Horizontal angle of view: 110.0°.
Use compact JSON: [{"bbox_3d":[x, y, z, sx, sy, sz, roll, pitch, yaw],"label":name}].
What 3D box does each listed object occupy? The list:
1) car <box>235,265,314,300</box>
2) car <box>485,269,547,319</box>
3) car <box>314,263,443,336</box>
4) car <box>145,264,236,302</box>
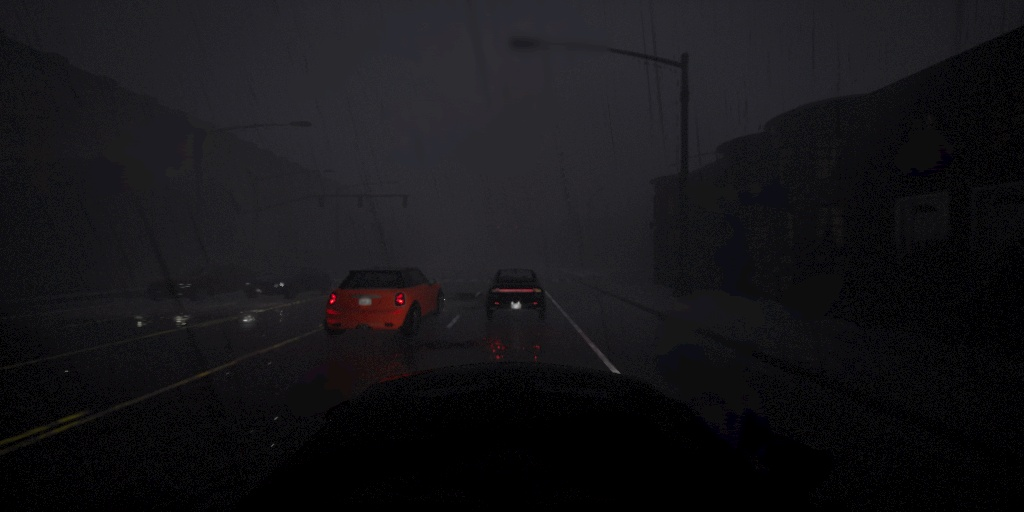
[{"bbox_3d":[-10.527,1.194,17.313,1.812,1.442,4.674,0,0,1],"label":"car"},{"bbox_3d":[0.124,1.191,12.534,2.128,1.511,4.902,0,0,0],"label":"car"},{"bbox_3d":[-3.381,1.060,10.392,2.097,1.767,4.553,0,0,0],"label":"car"},{"bbox_3d":[-14.031,1.146,16.735,1.882,1.535,5.008,0,0,1],"label":"car"}]
